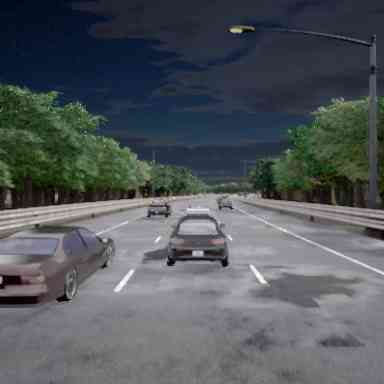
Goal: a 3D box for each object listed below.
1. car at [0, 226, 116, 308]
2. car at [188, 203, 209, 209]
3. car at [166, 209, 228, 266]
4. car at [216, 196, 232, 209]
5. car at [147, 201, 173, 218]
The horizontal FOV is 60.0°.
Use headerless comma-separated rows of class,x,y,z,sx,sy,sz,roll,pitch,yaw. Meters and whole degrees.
car,-3.352,1.552,8.196,2.033,1.411,5.357,0,0,1
car,0.567,1.652,29.406,1.895,1.301,4.718,0,0,2
car,0.201,1.534,11.479,1.812,1.442,4.674,0,0,1
car,4.651,1.688,46.899,2.033,1.411,5.357,0,0,3
car,-2.892,1.546,30.638,2.128,1.511,4.902,0,0,2
